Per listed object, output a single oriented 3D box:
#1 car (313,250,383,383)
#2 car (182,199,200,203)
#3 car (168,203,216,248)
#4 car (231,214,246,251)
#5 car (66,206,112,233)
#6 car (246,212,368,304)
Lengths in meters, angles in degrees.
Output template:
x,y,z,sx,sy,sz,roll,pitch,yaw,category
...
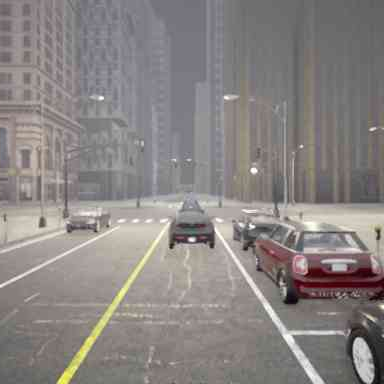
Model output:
x,y,z,sx,sy,sz,roll,pitch,yaw,category
2.748,1.537,2.445,2.008,1.369,4.403,0,0,0,car
-0.109,1.479,35.498,1.994,1.385,4.181,0,0,0,car
-0.006,1.472,14.611,1.837,1.490,4.892,0,1,0,car
2.681,1.510,13.727,2.008,1.369,4.403,0,0,0,car
-5.878,1.523,19.317,2.008,1.369,4.403,0,0,0,car
2.714,1.413,8.087,1.967,1.590,4.097,0,0,0,car
